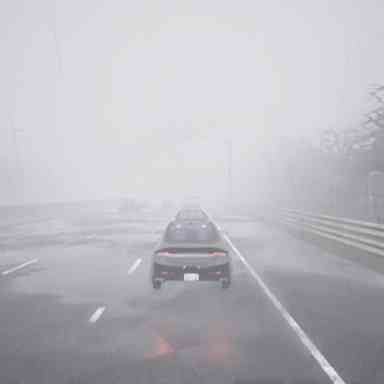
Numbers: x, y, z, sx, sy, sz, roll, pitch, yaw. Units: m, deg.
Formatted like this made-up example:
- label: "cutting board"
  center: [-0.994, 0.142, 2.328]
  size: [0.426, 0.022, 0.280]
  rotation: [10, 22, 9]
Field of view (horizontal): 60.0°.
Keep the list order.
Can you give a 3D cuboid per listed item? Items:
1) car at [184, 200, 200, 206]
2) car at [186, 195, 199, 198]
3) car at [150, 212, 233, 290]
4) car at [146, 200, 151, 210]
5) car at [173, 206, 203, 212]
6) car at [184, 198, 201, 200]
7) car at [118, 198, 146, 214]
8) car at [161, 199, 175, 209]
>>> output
- label: "car"
  center: [-0.044, 1.662, 27.993]
  size: [2.033, 1.411, 5.357]
  rotation: [0, 0, 0]
- label: "car"
  center: [0.025, 1.410, 46.793]
  size: [2.150, 2.045, 5.566]
  rotation: [0, 0, 0]
- label: "car"
  center: [-0.017, 1.531, 9.220]
  size: [2.128, 1.511, 4.902]
  rotation: [0, 0, 0]
- label: "car"
  center: [-6.978, 1.792, 47.361]
  size: [1.895, 1.301, 4.718]
  rotation: [0, 0, 0]
- label: "car"
  center: [-0.029, 1.676, 18.460]
  size: [1.895, 1.301, 4.718]
  rotation: [0, 0, 0]
- label: "car"
  center: [0.030, 1.715, 37.130]
  size: [1.994, 1.385, 4.181]
  rotation: [0, 0, 1]
- label: "car"
  center: [-6.962, 1.508, 37.952]
  size: [2.097, 1.767, 4.553]
  rotation: [0, 0, 0]
- label: "car"
  center: [-3.478, 1.741, 48.188]
  size: [2.033, 1.411, 5.357]
  rotation: [0, 0, 0]
